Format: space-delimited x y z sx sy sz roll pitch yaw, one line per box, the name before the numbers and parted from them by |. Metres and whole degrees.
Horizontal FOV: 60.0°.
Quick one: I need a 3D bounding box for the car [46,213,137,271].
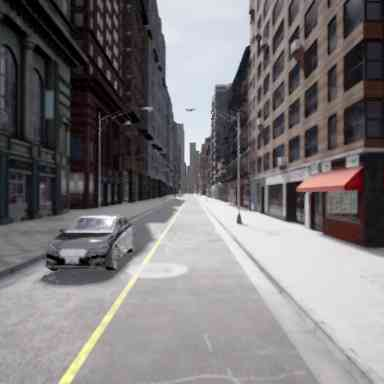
car | -3.057 1.494 10.966 2.128 1.511 4.902 0 0 0
